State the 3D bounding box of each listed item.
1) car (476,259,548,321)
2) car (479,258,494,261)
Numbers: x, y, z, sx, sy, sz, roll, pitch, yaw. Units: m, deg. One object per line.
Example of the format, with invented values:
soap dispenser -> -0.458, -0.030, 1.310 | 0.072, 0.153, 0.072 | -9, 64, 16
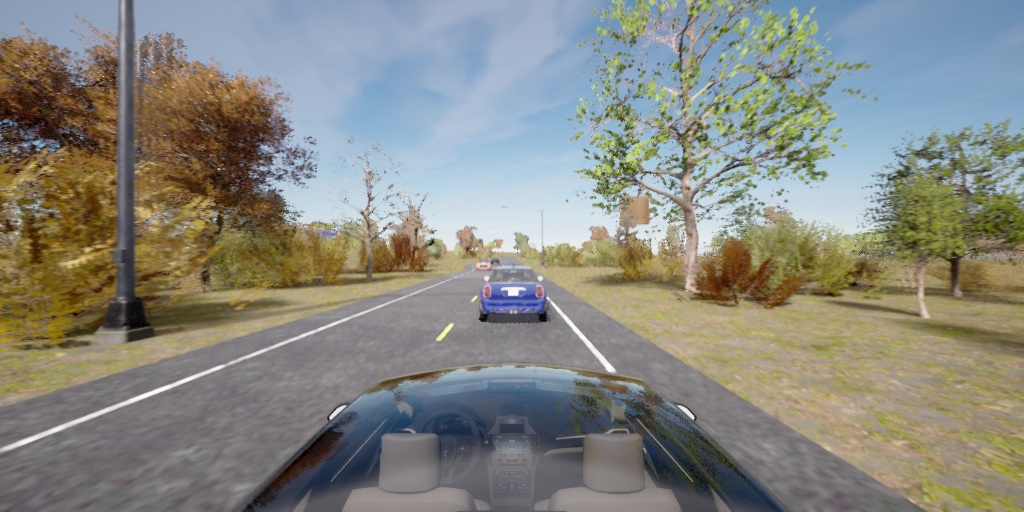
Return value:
car -> 0.052, 1.114, 12.718 | 2.097, 1.767, 4.553 | 0, 0, 0
car -> -4.029, 1.141, 51.517 | 2.097, 1.767, 4.553 | 0, 0, -3
